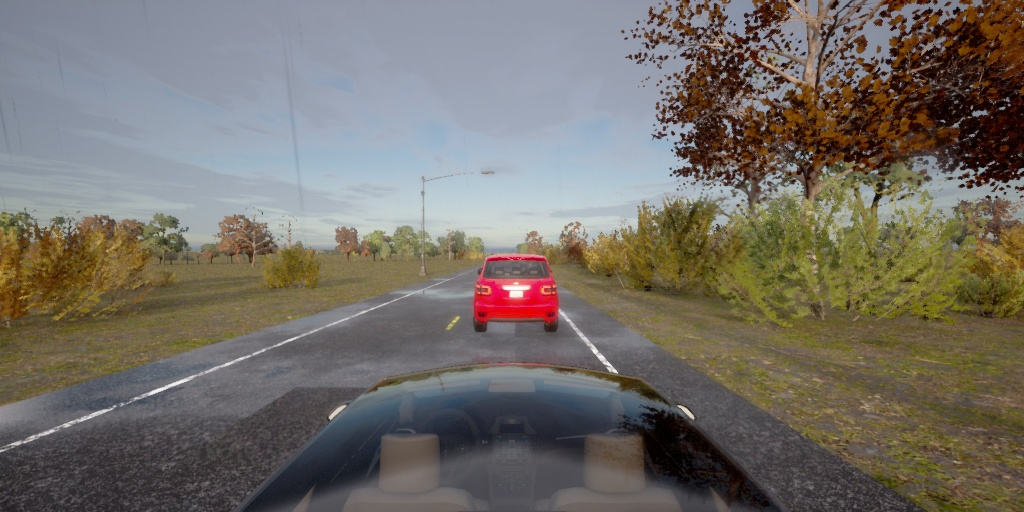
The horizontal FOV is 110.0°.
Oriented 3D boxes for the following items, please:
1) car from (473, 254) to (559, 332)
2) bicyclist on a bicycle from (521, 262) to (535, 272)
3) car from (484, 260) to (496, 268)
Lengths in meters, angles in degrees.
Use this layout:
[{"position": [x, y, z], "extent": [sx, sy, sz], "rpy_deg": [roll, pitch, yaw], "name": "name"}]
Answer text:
[{"position": [0.093, 0.968, 10.952], "extent": [2.150, 2.045, 5.566], "rpy_deg": [0, 0, 0], "name": "car"}, {"position": [0.945, 1.114, 18.658], "extent": [0.659, 1.776, 1.843], "rpy_deg": [0, 0, 0], "name": "bicyclist on a bicycle"}, {"position": [-3.911, 1.335, 63.916], "extent": [1.895, 1.301, 4.718], "rpy_deg": [0, 0, 0], "name": "car"}]
